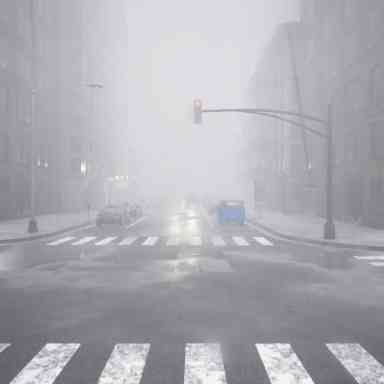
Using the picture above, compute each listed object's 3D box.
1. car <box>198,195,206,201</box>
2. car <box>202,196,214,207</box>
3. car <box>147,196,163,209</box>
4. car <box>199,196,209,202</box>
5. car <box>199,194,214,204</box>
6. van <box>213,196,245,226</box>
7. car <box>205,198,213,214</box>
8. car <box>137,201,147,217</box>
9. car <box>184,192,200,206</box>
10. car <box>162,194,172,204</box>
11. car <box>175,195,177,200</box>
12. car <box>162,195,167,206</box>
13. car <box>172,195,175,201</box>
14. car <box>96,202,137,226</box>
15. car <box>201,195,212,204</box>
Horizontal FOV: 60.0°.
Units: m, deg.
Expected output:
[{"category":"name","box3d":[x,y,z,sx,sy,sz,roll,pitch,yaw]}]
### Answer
[{"category":"car","box3d":[2.658,1.530,85.640,1.947,1.339,4.313,0,0,0]},{"category":"car","box3d":[2.648,1.576,45.871,1.802,1.307,4.206,0,0,0]},{"category":"car","box3d":[-5.377,1.519,45.697,1.752,1.417,4.829,0,0,0]},{"category":"car","box3d":[2.655,1.524,74.278,2.008,1.369,4.403,0,0,0]},{"category":"car","box3d":[2.650,1.305,51.553,2.192,1.841,5.009,0,0,0]},{"category":"van","box3d":[2.642,1.340,23.146,1.690,1.788,3.998,0,0,0]},{"category":"car","box3d":[2.645,1.580,34.508,1.802,1.307,4.206,0,0,0]},{"category":"car","box3d":[-5.381,1.543,28.821,1.887,1.381,4.507,0,0,0]},{"category":"car","box3d":[0.117,1.208,56.463,2.150,2.045,5.566,0,0,0]},{"category":"car","box3d":[-5.373,1.547,62.912,1.947,1.339,4.313,0,0,0]},{"category":"car","box3d":[-5.369,1.409,79.958,1.967,1.590,4.097,0,0,0]},{"category":"car","box3d":[-5.375,1.556,51.549,1.947,1.339,4.313,0,0,0]},{"category":"car","box3d":[-5.371,1.292,68.594,2.192,1.841,5.009,0,0,0]},{"category":"car","box3d":[-5.383,1.549,23.139,2.008,1.369,4.403,0,0,0]},{"category":"car","box3d":[2.652,1.422,62.915,1.967,1.590,4.097,0,0,0]}]
